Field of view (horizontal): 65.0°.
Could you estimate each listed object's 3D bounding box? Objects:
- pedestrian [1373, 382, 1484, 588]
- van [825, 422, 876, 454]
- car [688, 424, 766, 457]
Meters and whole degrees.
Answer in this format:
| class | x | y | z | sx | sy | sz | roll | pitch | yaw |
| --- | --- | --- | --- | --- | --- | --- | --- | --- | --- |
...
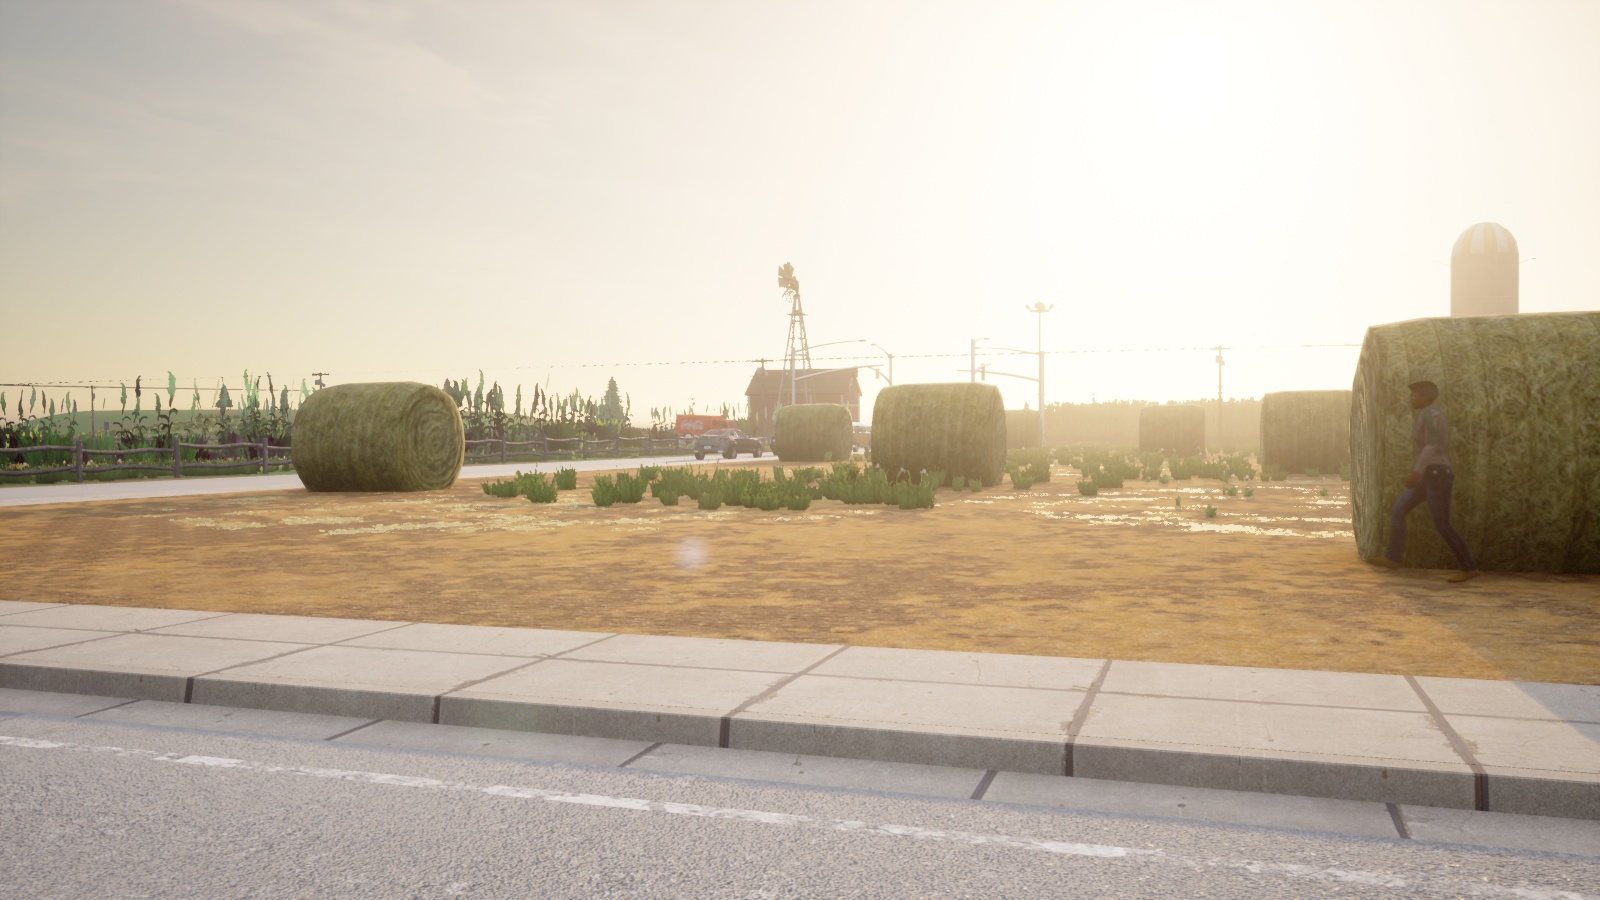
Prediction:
| class | x | y | z | sx | sy | sz | roll | pitch | yaw |
| --- | --- | --- | --- | --- | --- | --- | --- | --- | --- |
| pedestrian | 5.648 | 0.302 | 11.311 | 0.869 | 1.805 | 0.328 | 1 | 1 | 26 |
| van | 3.459 | -0.823 | 84.409 | 2.069 | 2.038 | 4.480 | 1 | 1 | 21 |
| car | -3.765 | -0.500 | 65.967 | 2.152 | 1.651 | 5.027 | 1 | 1 | 21 |
